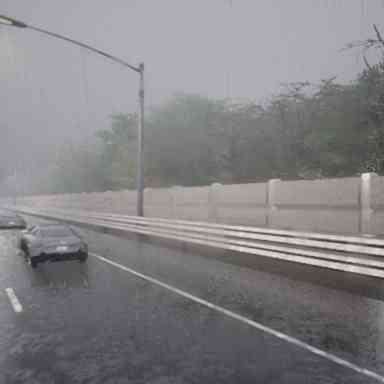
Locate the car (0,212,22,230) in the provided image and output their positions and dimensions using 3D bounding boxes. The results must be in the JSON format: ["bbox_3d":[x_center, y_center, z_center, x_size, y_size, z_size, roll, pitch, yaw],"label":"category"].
[{"bbox_3d":[-14.004,2.245,25.457,1.994,1.385,4.181,1,-2,-34],"label":"car"}]

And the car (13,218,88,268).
[{"bbox_3d":[-5.508,1.918,12.924,1.994,1.385,4.181,1,-2,-34],"label":"car"}]
